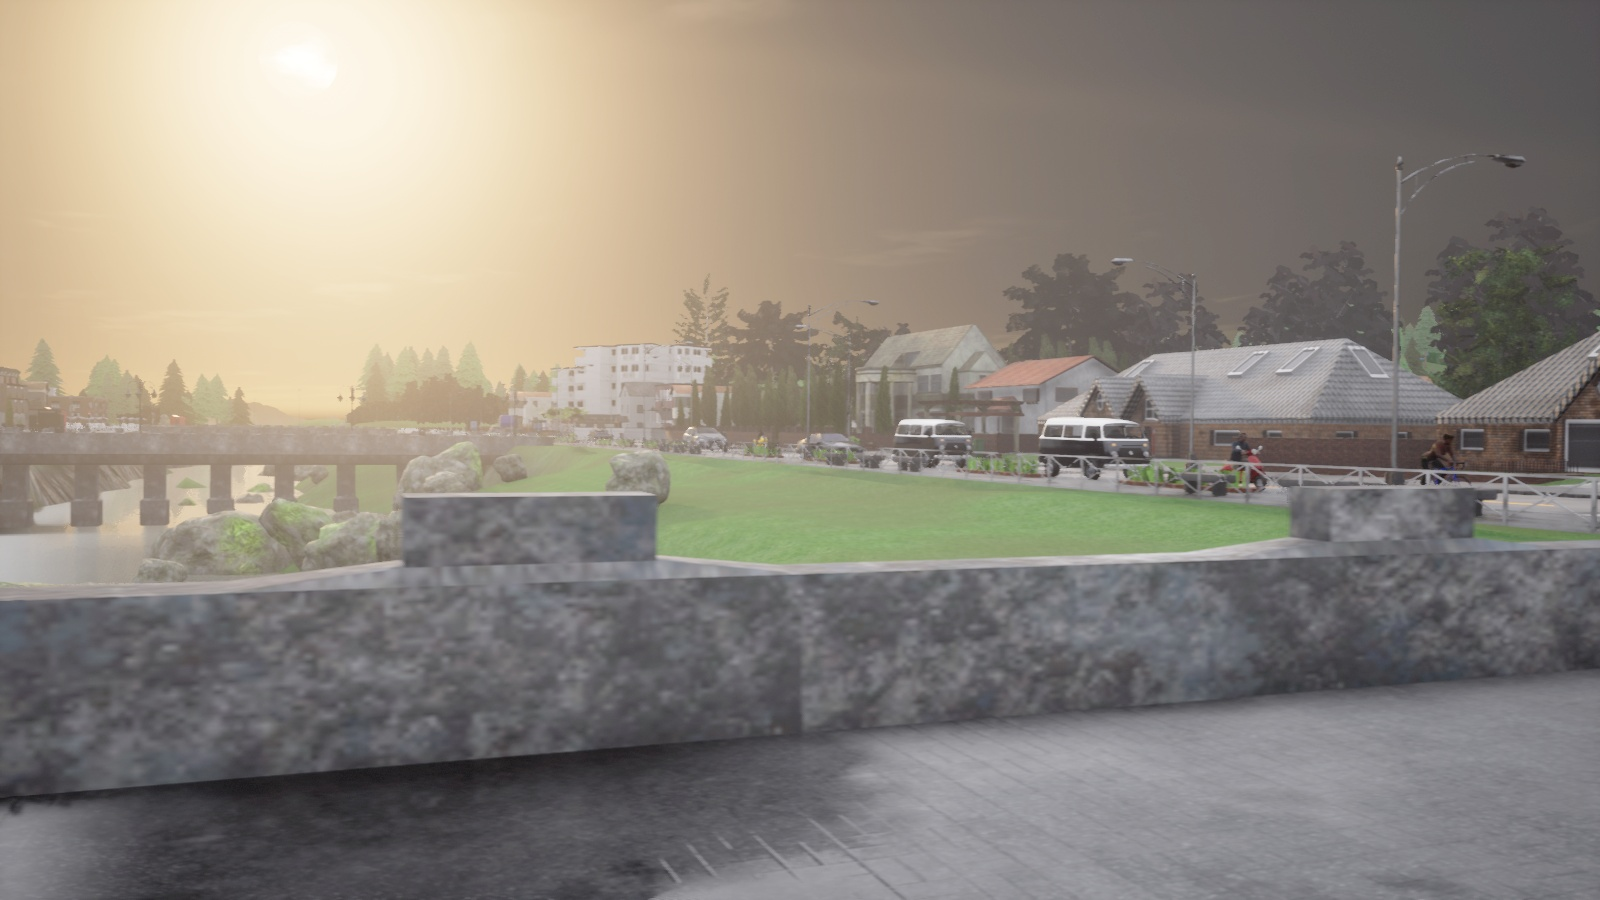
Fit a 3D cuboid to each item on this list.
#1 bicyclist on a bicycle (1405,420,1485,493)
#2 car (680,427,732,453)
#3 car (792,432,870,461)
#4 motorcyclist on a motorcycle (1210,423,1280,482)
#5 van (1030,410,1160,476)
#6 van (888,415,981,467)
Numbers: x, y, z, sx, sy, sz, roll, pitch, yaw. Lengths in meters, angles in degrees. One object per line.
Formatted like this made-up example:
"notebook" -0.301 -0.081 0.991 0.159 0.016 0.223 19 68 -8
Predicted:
"bicyclist on a bicycle" 14.719 0.124 28.713 0.582 1.620 1.656 -1 1 -21
"car" -6.358 -0.658 84.135 2.242 1.667 4.611 -1 1 -21
"car" 1.488 -0.204 63.511 2.033 1.411 5.357 -1 1 -21
"motorcyclist on a motorcycle" 12.358 0.049 34.924 0.866 1.590 1.817 -1 1 -21
"van" 9.737 -0.265 41.808 2.069 2.038 4.480 -1 1 -21
"van" 5.579 -0.397 52.739 2.069 2.038 4.480 -1 1 -21
